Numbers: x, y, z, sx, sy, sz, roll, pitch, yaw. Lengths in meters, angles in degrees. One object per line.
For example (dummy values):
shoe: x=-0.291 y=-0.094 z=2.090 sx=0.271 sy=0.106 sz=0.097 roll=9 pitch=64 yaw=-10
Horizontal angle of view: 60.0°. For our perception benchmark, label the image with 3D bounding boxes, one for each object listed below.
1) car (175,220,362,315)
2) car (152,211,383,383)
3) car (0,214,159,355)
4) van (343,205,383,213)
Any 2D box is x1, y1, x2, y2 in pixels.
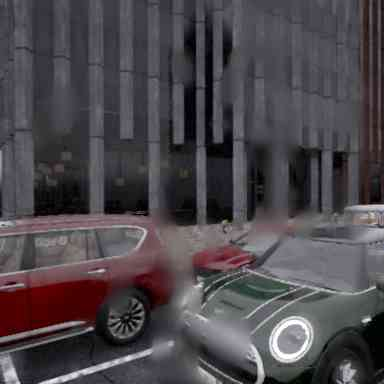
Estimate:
car: x=2.008 y=1.533 z=8.072 sx=4.507 sy=1.381 sz=1.887 roll=0 pitch=0 yaw=-35
car: x=1.981 y=1.344 z=4.784 sx=4.553 sy=1.767 sz=2.097 roll=0 pitch=0 yaw=-35
car: x=-2.588 y=1.314 z=4.807 sx=5.009 sy=1.841 sz=2.192 roll=0 pitch=0 yaw=-35
van: x=6.602 y=1.319 z=11.338 sx=3.998 sy=1.788 sz=1.690 roll=0 pitch=0 yaw=-35
